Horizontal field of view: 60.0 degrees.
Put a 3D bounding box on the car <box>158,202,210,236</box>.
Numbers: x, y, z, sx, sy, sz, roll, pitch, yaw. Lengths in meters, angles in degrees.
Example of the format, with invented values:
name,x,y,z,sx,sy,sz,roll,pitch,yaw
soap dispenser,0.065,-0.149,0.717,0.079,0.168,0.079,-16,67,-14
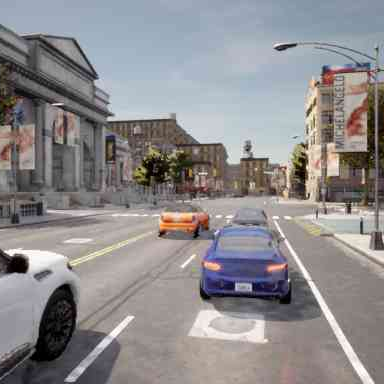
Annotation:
name,x,y,z,sx,sy,sz,roll,pitch,yaw
car,-0.300,1.353,18.349,2.097,1.767,4.553,0,0,11

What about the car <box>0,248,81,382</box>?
name,x,y,z,sx,sy,sz,roll,pitch,yaw
car,-3.001,1.225,2.851,2.150,2.045,5.566,0,0,5

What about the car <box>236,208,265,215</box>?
name,x,y,z,sx,sy,sz,roll,pitch,yaw
car,3.091,1.547,17.537,2.033,1.411,5.357,0,0,11

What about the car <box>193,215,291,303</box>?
name,x,y,z,sx,sy,sz,roll,pitch,yaw
car,1.314,1.526,8.176,1.812,1.442,4.674,0,0,10
